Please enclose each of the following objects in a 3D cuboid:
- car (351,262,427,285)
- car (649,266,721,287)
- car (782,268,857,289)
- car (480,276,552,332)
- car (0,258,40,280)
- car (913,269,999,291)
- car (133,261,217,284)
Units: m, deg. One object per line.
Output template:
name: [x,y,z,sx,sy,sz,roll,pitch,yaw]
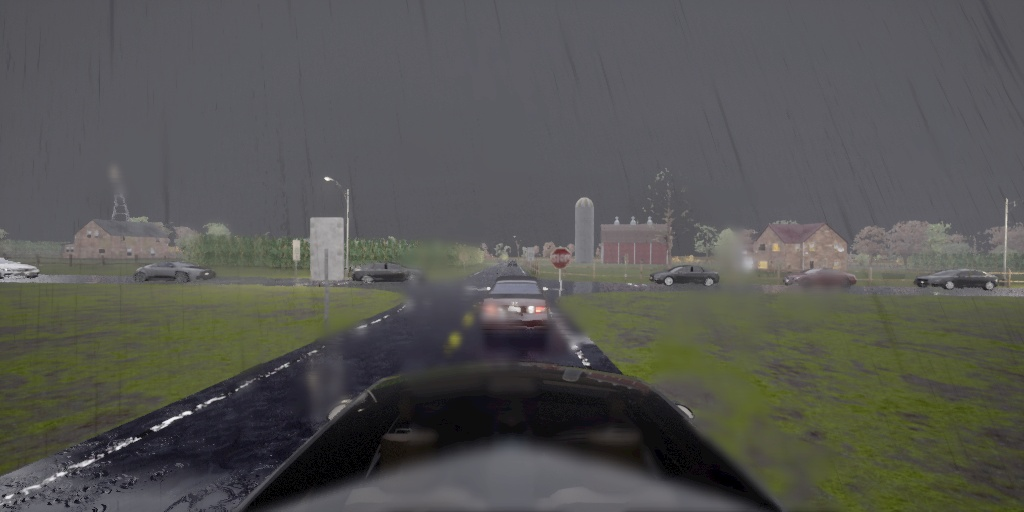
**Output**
car: [-8.278,1.168,24.470,4.892,1.490,1.837,0,1,-13]
car: [12.779,1.445,26.623,4.892,1.490,1.837,1,1,2]
car: [22.781,1.604,26.594,4.674,1.442,1.812,1,1,0]
car: [0.147,1.298,10.851,2.033,1.411,5.357,0,0,1]
car: [-34.167,0.813,23.549,4.674,1.442,1.812,1,1,0]
car: [32.869,1.719,26.601,4.892,1.490,1.837,1,1,0]
car: [-22.008,1.034,23.556,4.181,1.385,1.994,1,1,-1]
